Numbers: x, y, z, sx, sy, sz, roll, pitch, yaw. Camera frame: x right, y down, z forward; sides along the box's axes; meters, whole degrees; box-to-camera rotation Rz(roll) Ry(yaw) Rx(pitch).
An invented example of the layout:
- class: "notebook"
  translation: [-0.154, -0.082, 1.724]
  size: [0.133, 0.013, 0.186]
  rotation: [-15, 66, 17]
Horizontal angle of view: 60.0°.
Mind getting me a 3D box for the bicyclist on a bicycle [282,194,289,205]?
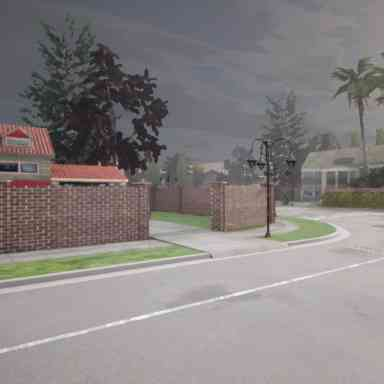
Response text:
- class: "bicyclist on a bicycle"
  translation: [13.068, 1.084, 46.473]
  size: [1.656, 1.620, 0.582]
  rotation: [0, 0, -35]
